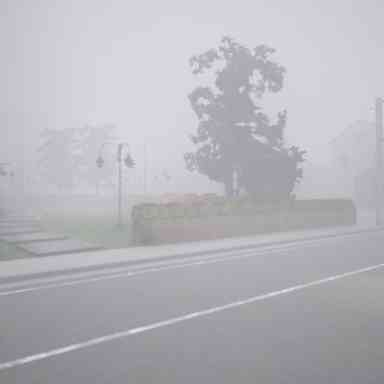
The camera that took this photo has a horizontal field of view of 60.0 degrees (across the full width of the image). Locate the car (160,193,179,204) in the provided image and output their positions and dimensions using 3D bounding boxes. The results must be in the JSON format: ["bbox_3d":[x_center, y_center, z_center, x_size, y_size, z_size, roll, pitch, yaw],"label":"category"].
[{"bbox_3d":[-3.762,1.192,60.038,2.150,2.045,5.566,0,0,-35],"label":"car"}]
